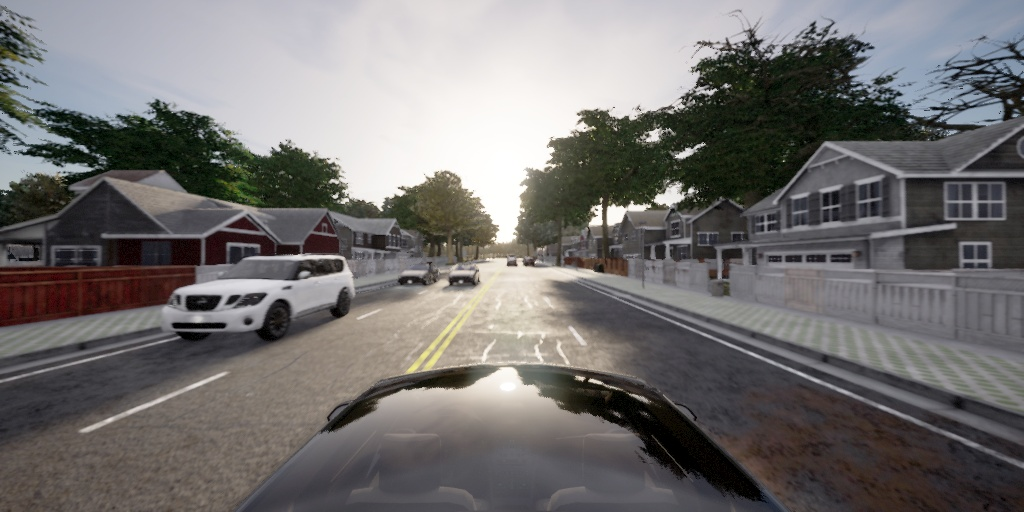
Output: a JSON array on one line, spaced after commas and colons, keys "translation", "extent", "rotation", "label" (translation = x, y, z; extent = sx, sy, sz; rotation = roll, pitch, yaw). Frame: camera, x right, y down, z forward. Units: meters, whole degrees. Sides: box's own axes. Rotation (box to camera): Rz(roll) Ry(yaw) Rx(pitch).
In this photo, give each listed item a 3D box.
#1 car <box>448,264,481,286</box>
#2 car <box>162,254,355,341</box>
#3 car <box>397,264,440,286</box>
[{"translation": [-3.263, 1.271, 25.638], "extent": [2.033, 1.411, 5.357], "rotation": [0, 0, 0], "label": "car"}, {"translation": [-6.551, 0.964, 10.257], "extent": [2.150, 2.045, 5.566], "rotation": [0, 0, 0], "label": "car"}, {"translation": [-6.511, 1.271, 25.617], "extent": [2.033, 1.411, 5.357], "rotation": [0, 0, 1], "label": "car"}]
